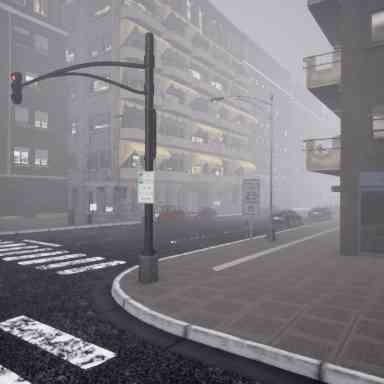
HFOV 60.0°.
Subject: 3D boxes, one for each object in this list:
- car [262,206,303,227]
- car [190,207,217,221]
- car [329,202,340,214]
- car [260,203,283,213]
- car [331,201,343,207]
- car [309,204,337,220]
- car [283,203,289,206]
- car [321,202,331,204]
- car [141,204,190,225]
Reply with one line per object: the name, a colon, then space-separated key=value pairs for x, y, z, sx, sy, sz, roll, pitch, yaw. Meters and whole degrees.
car: x=7.722 y=2.095 z=27.421 sx=1.947 sy=1.339 sz=4.313 roll=-1 pitch=-2 yaw=35
car: x=0.892 y=2.063 z=32.162 sx=1.802 sy=1.307 sz=4.206 roll=-1 pitch=-1 yaw=35
car: x=20.759 y=2.458 z=46.210 sx=1.752 sy=1.417 sz=4.829 roll=-1 pitch=-2 yaw=35
car: x=10.597 y=2.327 z=46.148 sx=1.887 sy=1.381 sz=4.507 roll=-1 pitch=-1 yaw=35
car: x=36.451 y=3.022 z=83.464 sx=1.967 sy=1.590 sz=4.097 roll=-1 pitch=-1 yaw=35
car: x=14.192 y=2.296 z=36.745 sx=1.947 sy=1.339 sz=4.313 roll=-1 pitch=-2 yaw=35
car: x=13.735 y=2.404 z=50.671 sx=1.752 sy=1.417 sz=4.829 roll=-1 pitch=-1 yaw=35
car: x=19.529 y=2.546 z=48.900 sx=1.895 sy=1.301 sz=4.718 roll=0 pitch=-1 yaw=35
car: x=-2.343 y=1.821 z=27.503 sx=1.967 sy=1.590 sz=4.097 roll=-1 pitch=-1 yaw=35
